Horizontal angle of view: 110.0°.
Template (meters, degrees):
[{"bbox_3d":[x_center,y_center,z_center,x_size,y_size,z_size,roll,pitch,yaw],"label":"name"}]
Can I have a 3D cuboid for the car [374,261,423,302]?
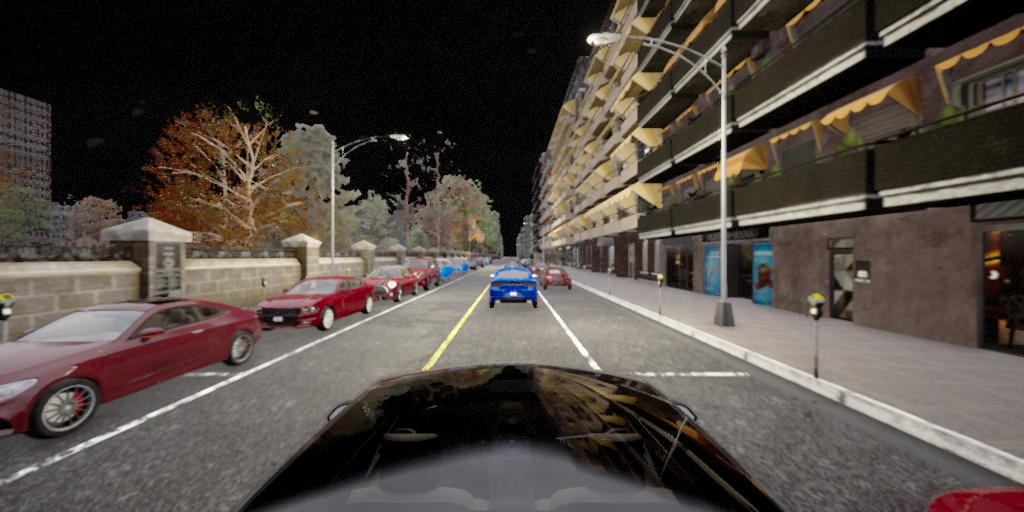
[{"bbox_3d":[-5.719,1.186,16.613,1.967,1.591,4.097,0,0,0],"label":"car"}]

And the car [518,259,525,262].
[{"bbox_3d":[0.025,1.304,36.997,2.033,1.411,5.357,0,0,0],"label":"car"}]

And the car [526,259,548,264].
[{"bbox_3d":[2.623,1.194,33.523,1.967,1.591,4.097,0,0,0],"label":"car"}]

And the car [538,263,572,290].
[{"bbox_3d":[2.649,1.330,22.262,1.802,1.307,4.207,0,0,0],"label":"car"}]

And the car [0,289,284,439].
[{"bbox_3d":[-5.695,1.330,5.357,1.802,1.307,4.207,0,0,0],"label":"car"}]

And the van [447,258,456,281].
[{"bbox_3d":[-5.744,1.093,27.874,1.690,1.789,3.998,0,0,0],"label":"van"}]

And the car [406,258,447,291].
[{"bbox_3d":[-5.732,1.064,22.243,2.192,1.841,5.009,0,0,0],"label":"car"}]

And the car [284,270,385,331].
[{"bbox_3d":[-5.707,1.290,10.985,1.888,1.381,4.507,0,0,0],"label":"car"}]

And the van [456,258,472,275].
[{"bbox_3d":[-5.769,1.099,39.135,1.690,1.789,3.998,0,0,0],"label":"van"}]

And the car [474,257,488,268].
[{"bbox_3d":[-5.819,1.091,61.655,2.192,1.841,5.009,0,0,0],"label":"car"}]

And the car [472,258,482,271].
[{"bbox_3d":[-5.795,1.332,50.396,1.948,1.339,4.313,0,0,0],"label":"car"}]

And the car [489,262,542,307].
[{"bbox_3d":[0.063,1.222,15.534,1.882,1.535,5.008,0,0,0],"label":"car"}]
